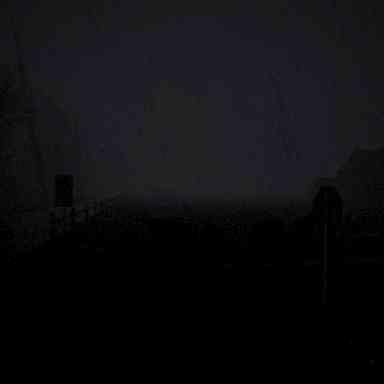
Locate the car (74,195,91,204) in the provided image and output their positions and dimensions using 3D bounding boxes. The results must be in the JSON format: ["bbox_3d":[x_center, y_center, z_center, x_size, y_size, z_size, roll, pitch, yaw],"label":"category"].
[{"bbox_3d":[-16.534,1.108,50.390,1.994,1.385,4.181,0,1,-9],"label":"car"}]
